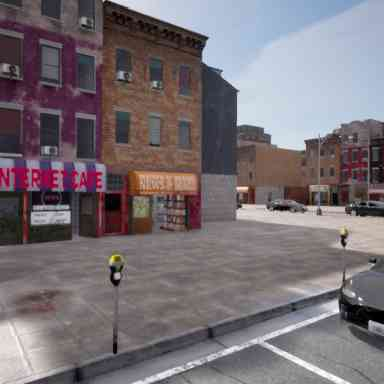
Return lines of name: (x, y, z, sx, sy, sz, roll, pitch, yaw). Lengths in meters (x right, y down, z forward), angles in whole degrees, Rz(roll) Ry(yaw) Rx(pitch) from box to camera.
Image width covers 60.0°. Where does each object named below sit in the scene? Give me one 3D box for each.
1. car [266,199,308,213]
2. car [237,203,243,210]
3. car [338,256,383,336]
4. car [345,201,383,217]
car: (10.412, 1.549, 36.712, 2.128, 1.511, 4.902, 1, 0, -35)
car: (4.420, 1.626, 45.162, 2.033, 1.411, 5.357, 1, 0, -36)
car: (4.435, 1.568, 5.954, 4.313, 1.339, 1.947, 0, 0, -35)
car: (15.889, 1.543, 28.976, 1.837, 1.490, 4.892, 1, 0, -35)
